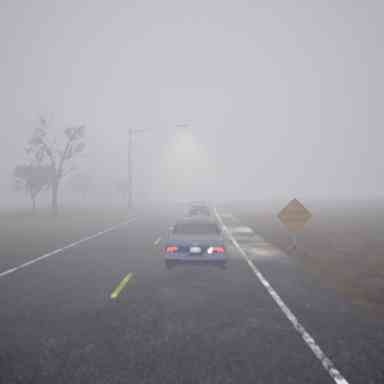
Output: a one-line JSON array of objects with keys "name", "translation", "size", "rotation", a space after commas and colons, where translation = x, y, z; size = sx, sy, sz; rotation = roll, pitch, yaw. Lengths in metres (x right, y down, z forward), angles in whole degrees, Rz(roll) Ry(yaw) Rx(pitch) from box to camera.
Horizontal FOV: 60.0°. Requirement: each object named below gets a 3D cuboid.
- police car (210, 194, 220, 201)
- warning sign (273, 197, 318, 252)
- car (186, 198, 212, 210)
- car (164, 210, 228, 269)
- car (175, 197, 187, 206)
[{"name": "police car", "translation": [5.780, 1.401, 86.649], "size": [1.930, 1.638, 5.238], "rotation": [0, 0, 6]}, {"name": "warning sign", "translation": [3.660, 1.117, 11.918], "size": [1.300, 1.860, 1.060], "rotation": [0, 0, 1]}, {"name": "car", "translation": [0.741, 1.526, 30.903], "size": [1.812, 1.442, 4.674], "rotation": [0, 0, 3]}, {"name": "car", "translation": [0.155, 1.549, 11.165], "size": [2.033, 1.411, 5.357], "rotation": [0, 0, 2]}, {"name": "car", "translation": [-1.626, 1.520, 54.773], "size": [1.812, 1.442, 4.674], "rotation": [0, 0, 4]}]
